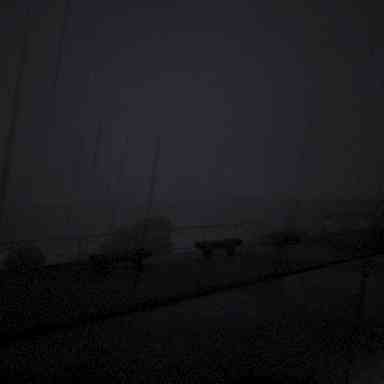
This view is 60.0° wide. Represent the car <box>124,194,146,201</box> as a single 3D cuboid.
[{"bbox_3d":[-12.276,1.284,71.479,4.892,1.490,1.837,0,0,-36],"label":"car"}]
